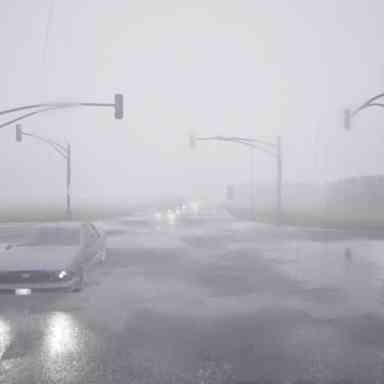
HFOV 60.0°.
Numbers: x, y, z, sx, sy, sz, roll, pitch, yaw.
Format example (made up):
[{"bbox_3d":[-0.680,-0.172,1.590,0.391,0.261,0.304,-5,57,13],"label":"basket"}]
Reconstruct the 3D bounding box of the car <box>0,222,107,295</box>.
[{"bbox_3d":[-3.542,1.549,9.093,2.033,1.411,5.357,0,0,-6],"label":"car"}]

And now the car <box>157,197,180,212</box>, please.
[{"bbox_3d":[-2.812,1.598,38.245,1.895,1.301,4.718,0,0,3],"label":"car"}]

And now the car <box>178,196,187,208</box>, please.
[{"bbox_3d":[-2.357,1.484,47.559,2.128,1.511,4.902,0,0,3],"label":"car"}]

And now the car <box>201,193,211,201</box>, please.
[{"bbox_3d":[3.362,1.187,79.079,2.150,2.045,5.566,0,0,5],"label":"car"}]
